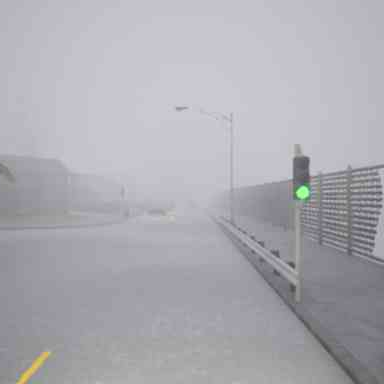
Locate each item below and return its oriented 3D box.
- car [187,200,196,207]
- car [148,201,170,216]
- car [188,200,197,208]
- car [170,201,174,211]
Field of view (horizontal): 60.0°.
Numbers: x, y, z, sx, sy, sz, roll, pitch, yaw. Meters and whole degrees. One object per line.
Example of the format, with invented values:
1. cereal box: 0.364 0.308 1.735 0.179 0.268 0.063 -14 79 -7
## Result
1. car: -0.025 2.552 76.061 2.033 1.411 5.357 0 -1 0
2. car: -4.112 2.014 40.213 1.882 1.535 5.008 0 -1 0
3. car: 0.083 2.418 65.434 2.033 1.411 5.357 0 -1 -1
4. car: -4.108 2.170 49.930 1.837 1.490 4.892 0 -1 0
